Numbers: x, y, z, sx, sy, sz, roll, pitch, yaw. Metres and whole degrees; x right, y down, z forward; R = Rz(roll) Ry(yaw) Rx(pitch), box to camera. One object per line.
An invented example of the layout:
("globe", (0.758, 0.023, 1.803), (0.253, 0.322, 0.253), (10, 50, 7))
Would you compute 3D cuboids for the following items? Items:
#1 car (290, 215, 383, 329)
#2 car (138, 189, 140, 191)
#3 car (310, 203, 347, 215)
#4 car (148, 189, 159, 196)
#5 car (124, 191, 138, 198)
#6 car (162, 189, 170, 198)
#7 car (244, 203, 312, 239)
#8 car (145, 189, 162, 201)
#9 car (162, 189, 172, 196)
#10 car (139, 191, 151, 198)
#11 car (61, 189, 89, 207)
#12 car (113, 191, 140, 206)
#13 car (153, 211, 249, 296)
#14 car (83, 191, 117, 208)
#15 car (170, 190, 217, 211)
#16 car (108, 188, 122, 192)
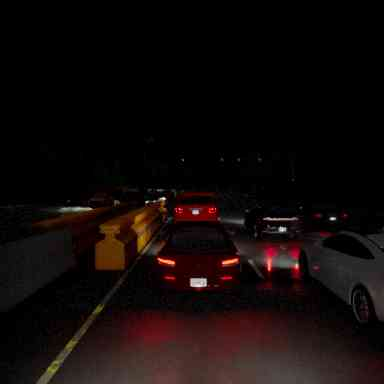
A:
("car", (3.625, 1.455, 6.656), (1.812, 1.442, 4.674), (0, 1, 0))
("car", (-10.138, 0.682, 60.345), (1.994, 1.385, 4.181), (0, 1, 1))
("car", (7.208, 1.306, 18.990), (1.994, 1.385, 4.181), (0, 1, 0))
("car", (-9.872, 0.091, 85.638), (2.097, 1.767, 4.553), (0, 1, 0))
("car", (-13.464, 0.452, 74.002), (2.033, 1.411, 5.357), (0, 1, 0))
("car", (-6.486, 0.481, 71.098), (2.128, 1.511, 4.902), (0, 1, 0))
("car", (3.685, 1.281, 15.904), (2.128, 1.511, 4.902), (0, 1, 0))
("car", (-6.679, 0.704, 56.417), (1.812, 1.442, 4.674), (0, 1, 1))
("car", (-6.373, 0.092, 85.571), (2.097, 1.767, 4.553), (0, 1, 0))
("car", (-9.986, 0.508, 71.129), (1.994, 1.385, 4.181), (0, 1, 0))
("car", (-13.829, 0.645, 40.112), (2.150, 2.045, 5.566), (0, 1, 0))
("car", (-6.858, 0.984, 36.403), (1.837, 1.490, 4.892), (0, 1, 0))
("car", (0.136, 1.430, 8.290), (1.812, 1.442, 4.674), (0, 1, 0))
("car", (-10.346, 0.934, 37.972), (1.882, 1.535, 5.008), (0, 1, 0))
("car", (0.194, 0.981, 17.887), (2.150, 2.045, 5.566), (0, 1, 0))
("car", (-13.665, 0.369, 58.255), (2.150, 2.045, 5.566), (0, 1, 1))
